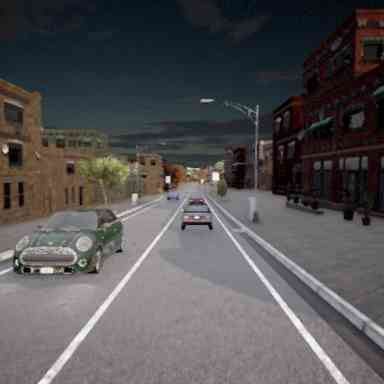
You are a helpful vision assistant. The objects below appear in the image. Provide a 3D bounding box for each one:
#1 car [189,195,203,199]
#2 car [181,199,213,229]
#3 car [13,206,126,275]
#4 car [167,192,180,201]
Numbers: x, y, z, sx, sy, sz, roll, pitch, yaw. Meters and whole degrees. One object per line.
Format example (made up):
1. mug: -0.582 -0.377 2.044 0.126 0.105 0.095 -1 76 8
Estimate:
1. car: 0.551 1.055 43.029 1.895 1.301 4.718 0 1 1
2. car: 0.304 1.405 20.650 2.033 1.411 5.357 0 1 1
3. car: -3.505 1.299 10.330 2.097 1.767 4.553 0 0 1
4. car: -2.989 0.666 53.857 1.882 1.535 5.008 0 1 1
